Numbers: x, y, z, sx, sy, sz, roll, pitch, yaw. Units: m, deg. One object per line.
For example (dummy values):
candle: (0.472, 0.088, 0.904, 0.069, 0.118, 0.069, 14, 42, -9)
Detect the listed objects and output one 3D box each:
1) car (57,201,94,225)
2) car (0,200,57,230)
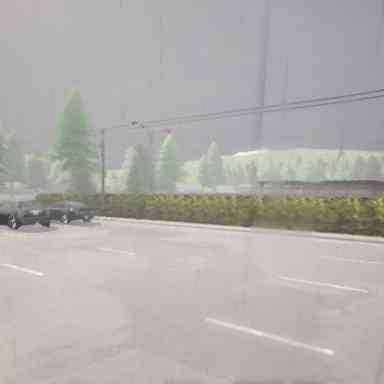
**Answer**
car: (-8.894, 1.384, 23.237, 4.892, 1.490, 1.837, 0, 0, 36)
car: (-10.623, 1.233, 20.170, 4.553, 1.767, 2.097, 0, 0, 36)
